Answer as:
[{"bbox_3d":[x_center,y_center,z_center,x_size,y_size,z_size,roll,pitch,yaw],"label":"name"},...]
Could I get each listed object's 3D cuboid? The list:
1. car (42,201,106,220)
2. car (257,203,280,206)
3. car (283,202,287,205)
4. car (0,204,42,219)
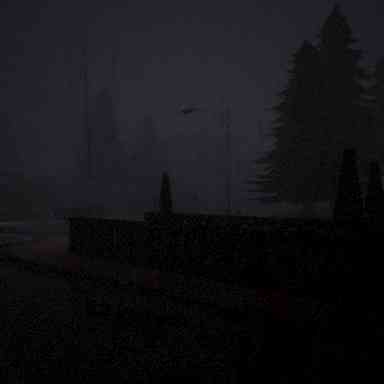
[{"bbox_3d":[-9.746,1.538,28.565,2.128,1.511,4.902,0,0,38],"label":"car"},{"bbox_3d":[11.615,1.639,50.578,1.895,1.301,4.718,0,0,37],"label":"car"},{"bbox_3d":[17.871,1.258,58.787,2.150,2.045,5.566,0,0,38],"label":"car"},{"bbox_3d":[-14.946,1.653,27.568,1.895,1.301,4.718,0,0,38],"label":"car"}]
